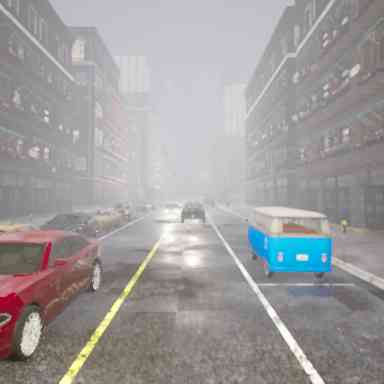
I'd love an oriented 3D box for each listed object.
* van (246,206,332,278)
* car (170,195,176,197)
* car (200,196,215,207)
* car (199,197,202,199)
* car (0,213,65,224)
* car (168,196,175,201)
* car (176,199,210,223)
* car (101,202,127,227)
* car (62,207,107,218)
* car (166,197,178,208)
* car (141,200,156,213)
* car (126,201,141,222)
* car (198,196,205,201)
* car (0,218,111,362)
[{"bbox_3d":[2.704,1.375,9.999,1.690,1.788,3.998,1,0,0],"label":"van"},{"bbox_3d":[-5.700,1.910,87.972,1.802,1.307,4.206,1,0,0],"label":"car"},{"bbox_3d":[2.693,1.513,55.477,2.192,1.841,5.009,1,0,0],"label":"car"},{"bbox_3d":[0.088,1.757,44.354,1.895,1.301,4.718,0,0,0],"label":"car"},{"bbox_3d":[-5.645,1.559,9.766,1.752,1.417,4.829,1,0,0],"label":"car"},{"bbox_3d":[-5.702,1.933,93.509,1.802,1.307,4.206,1,0,0],"label":"car"},{"bbox_3d":[0.093,1.584,26.858,2.128,1.511,4.902,0,0,0],"label":"car"},{"bbox_3d":[-5.648,1.599,21.134,1.752,1.417,4.829,1,0,0],"label":"car"},{"bbox_3d":[-5.647,1.620,15.620,1.947,1.339,4.313,1,0,0],"label":"car"},{"bbox_3d":[-3.014,1.804,51.380,1.895,1.301,4.718,0,0,0],"label":"car"},{"bbox_3d":[-5.653,1.686,38.359,2.008,1.369,4.403,1,0,0],"label":"car"},{"bbox_3d":[-5.648,1.534,26.991,1.967,1.590,4.097,1,0,0],"label":"car"},{"bbox_3d":[2.679,1.877,93.676,1.752,1.417,4.829,1,0,0],"label":"car"},{"bbox_3d":[-3.101,1.499,6.128,1.882,1.535,5.008,0,0,0],"label":"car"}]
